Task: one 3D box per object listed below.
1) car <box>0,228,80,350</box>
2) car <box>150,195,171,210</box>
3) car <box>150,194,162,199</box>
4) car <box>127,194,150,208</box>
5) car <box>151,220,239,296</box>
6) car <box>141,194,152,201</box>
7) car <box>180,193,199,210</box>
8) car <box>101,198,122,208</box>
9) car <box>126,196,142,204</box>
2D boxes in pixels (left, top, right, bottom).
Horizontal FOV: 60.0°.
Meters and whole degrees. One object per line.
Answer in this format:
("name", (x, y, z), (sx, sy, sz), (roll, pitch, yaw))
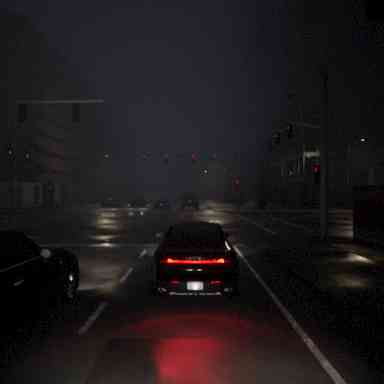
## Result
("car", (-3.447, 1.344, 5.267), (2.097, 1.767, 4.553), (0, 0, 0))
("car", (-3.776, 1.500, 42.487), (1.994, 1.385, 4.181), (0, 0, 0))
("car", (-7.331, 1.384, 61.797), (1.882, 1.535, 5.008), (0, 0, 1))
("car", (-7.476, 1.432, 46.544), (1.837, 1.490, 4.892), (0, 1, 0))
("car", (0.079, 1.492, 8.591), (1.837, 1.490, 4.892), (0, 0, 0))
("car", (-10.604, 1.237, 78.007), (1.812, 1.442, 4.674), (0, 0, 1))
("car", (-0.270, 1.157, 41.056), (2.150, 2.045, 5.566), (0, 0, -1))
("car", (-10.981, 1.478, 45.723), (2.033, 1.411, 5.357), (0, 0, 0))
("car", (-10.815, 1.454, 62.408), (2.033, 1.411, 5.357), (0, 0, 1))
